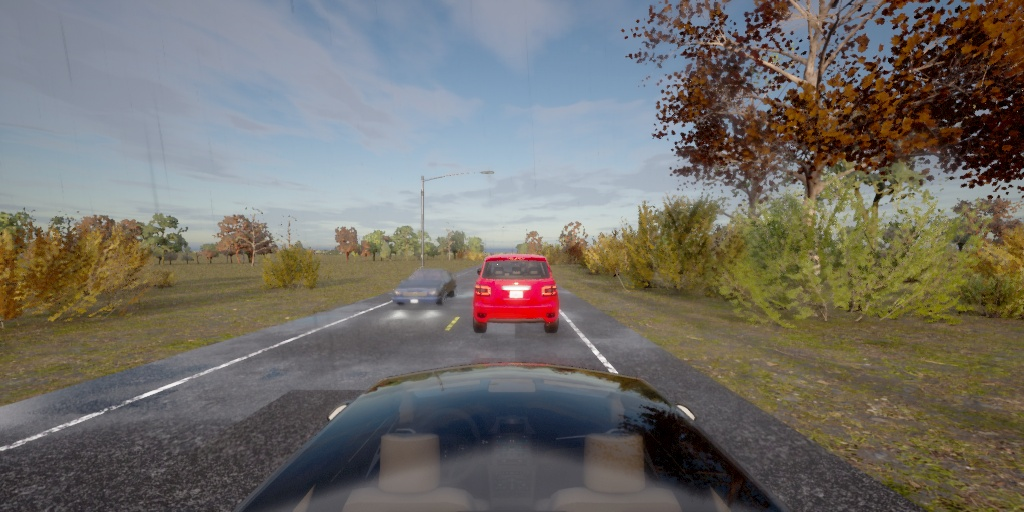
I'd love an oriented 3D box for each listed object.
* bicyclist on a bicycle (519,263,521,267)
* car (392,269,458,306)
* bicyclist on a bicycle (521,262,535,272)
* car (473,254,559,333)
[{"bbox_3d":[0.892,1.111,28.573,0.659,1.776,1.843,0,0,0],"label":"bicyclist on a bicycle"},{"bbox_3d":[-3.627,1.292,15.993,2.033,1.411,5.357,0,0,0],"label":"car"},{"bbox_3d":[0.936,1.114,18.560,0.659,1.776,1.843,0,0,0],"label":"bicyclist on a bicycle"},{"bbox_3d":[0.088,0.968,10.854,2.150,2.045,5.566,0,0,0],"label":"car"}]
